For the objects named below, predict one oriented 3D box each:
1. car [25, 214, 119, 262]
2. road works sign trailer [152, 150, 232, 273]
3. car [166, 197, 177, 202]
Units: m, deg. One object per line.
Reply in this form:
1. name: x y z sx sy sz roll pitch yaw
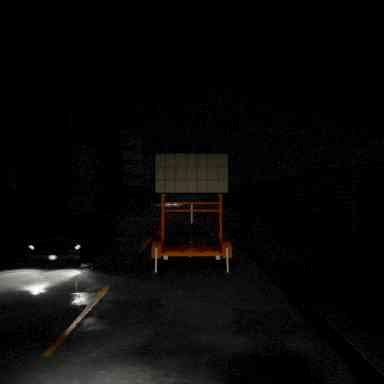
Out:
1. car: -4.108 1.547 12.461 2.033 1.411 5.357 0 0 0
2. road works sign trailer: -0.007 0.464 10.646 2.380 3.560 2.880 0 0 0
3. car: -4.042 1.601 65.476 1.895 1.301 4.718 0 0 0
